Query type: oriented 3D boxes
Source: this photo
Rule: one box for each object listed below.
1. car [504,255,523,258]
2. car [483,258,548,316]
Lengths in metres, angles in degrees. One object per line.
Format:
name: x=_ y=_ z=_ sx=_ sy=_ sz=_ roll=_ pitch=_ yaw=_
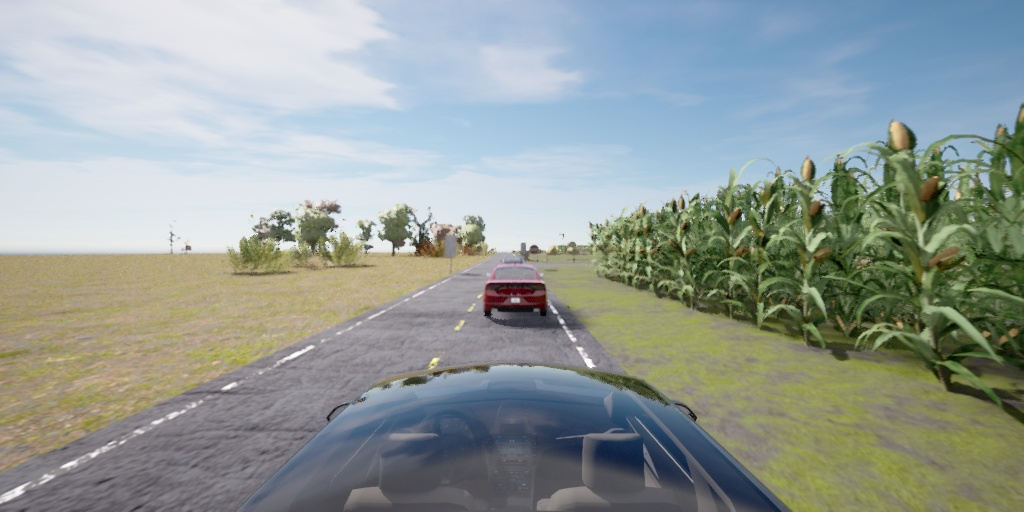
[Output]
car: x=0.097 y=0.697 z=26.589 sx=2.128 sy=1.511 sz=4.902 roll=0 pitch=1 yaw=0
car: x=0.100 y=0.995 z=12.222 sx=1.882 sy=1.535 sz=5.008 roll=0 pitch=1 yaw=0
